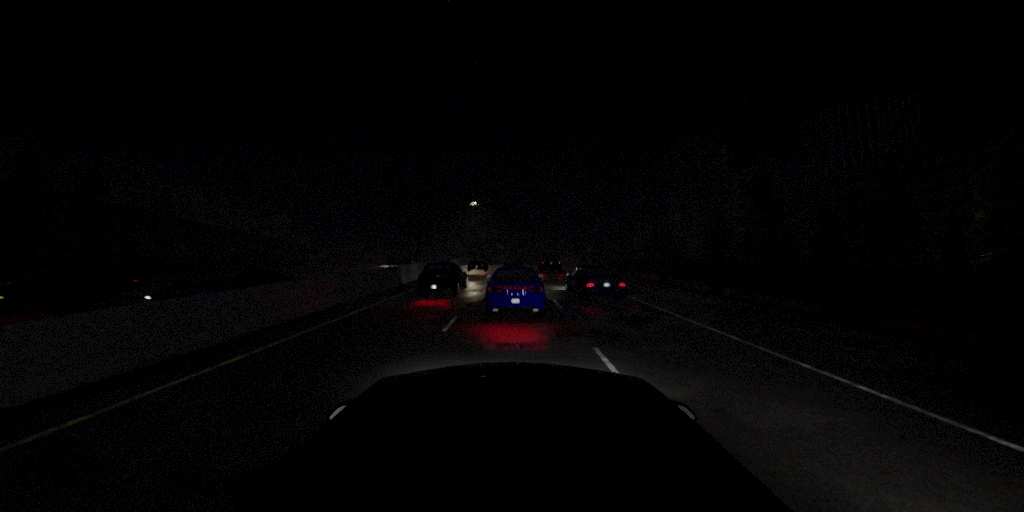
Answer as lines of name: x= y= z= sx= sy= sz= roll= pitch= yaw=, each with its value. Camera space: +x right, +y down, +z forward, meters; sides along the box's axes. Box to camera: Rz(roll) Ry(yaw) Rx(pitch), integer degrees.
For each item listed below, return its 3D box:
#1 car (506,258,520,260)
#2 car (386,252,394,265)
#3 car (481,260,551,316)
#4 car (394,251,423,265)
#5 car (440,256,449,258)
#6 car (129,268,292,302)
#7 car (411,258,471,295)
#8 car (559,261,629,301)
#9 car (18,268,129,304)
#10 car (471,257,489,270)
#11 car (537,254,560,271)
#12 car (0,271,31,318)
car: x=0.115 y=0.894 z=31.530 sx=2.033 sy=1.411 sz=5.357 roll=0 pitch=1 yaw=0
car: x=-17.521 y=0.364 z=55.229 sx=2.150 sy=2.045 sz=5.566 roll=0 pitch=-1 yaw=1
car: x=0.106 y=1.100 z=12.791 sx=1.882 sy=1.535 sz=5.008 roll=0 pitch=1 yaw=0
car: x=-14.056 y=0.320 z=49.984 sx=2.150 sy=2.045 sz=5.566 roll=0 pitch=0 yaw=0
car: x=-10.528 y=0.676 z=55.533 sx=1.812 sy=1.442 sz=4.674 roll=0 pitch=-1 yaw=1
car: x=-10.593 y=1.158 z=13.640 sx=2.033 sy=1.411 sz=5.357 roll=0 pitch=1 yaw=0
car: x=-3.392 y=1.051 z=18.021 sx=1.837 sy=1.490 sz=4.892 roll=0 pitch=1 yaw=0
car: x=3.608 y=1.120 z=16.149 sx=2.033 sy=1.411 sz=5.357 roll=0 pitch=1 yaw=0
car: x=-17.593 y=1.158 z=13.633 sx=2.033 sy=1.411 sz=5.357 roll=0 pitch=1 yaw=0
car: x=-3.395 y=0.796 z=36.708 sx=1.812 sy=1.442 sz=4.674 roll=0 pitch=1 yaw=0
car: x=3.617 y=0.644 z=35.164 sx=2.097 sy=1.767 sz=4.553 roll=0 pitch=1 yaw=0
car: x=-14.096 y=1.228 z=7.434 sx=1.812 sy=1.442 sz=4.674 roll=0 pitch=1 yaw=0
